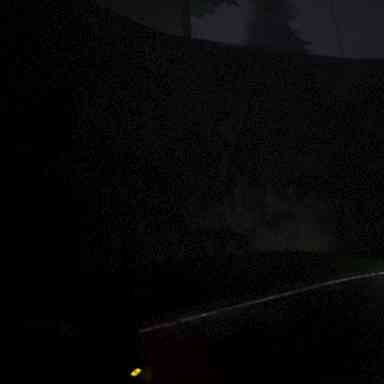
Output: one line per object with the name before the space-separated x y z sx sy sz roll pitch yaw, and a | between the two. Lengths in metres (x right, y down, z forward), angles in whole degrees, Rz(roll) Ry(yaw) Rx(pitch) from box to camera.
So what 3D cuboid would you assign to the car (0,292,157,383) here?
car | -2.475 1.515 2.112 4.674 1.442 1.812 1 0 -34
